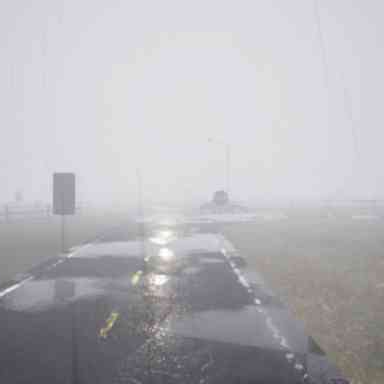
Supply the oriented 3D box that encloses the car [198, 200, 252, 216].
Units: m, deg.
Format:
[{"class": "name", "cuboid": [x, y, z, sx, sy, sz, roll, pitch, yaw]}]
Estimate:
[{"class": "car", "cuboid": [3.006, 1.413, 30.316, 4.892, 1.490, 1.837, -1, -1, 19]}]
